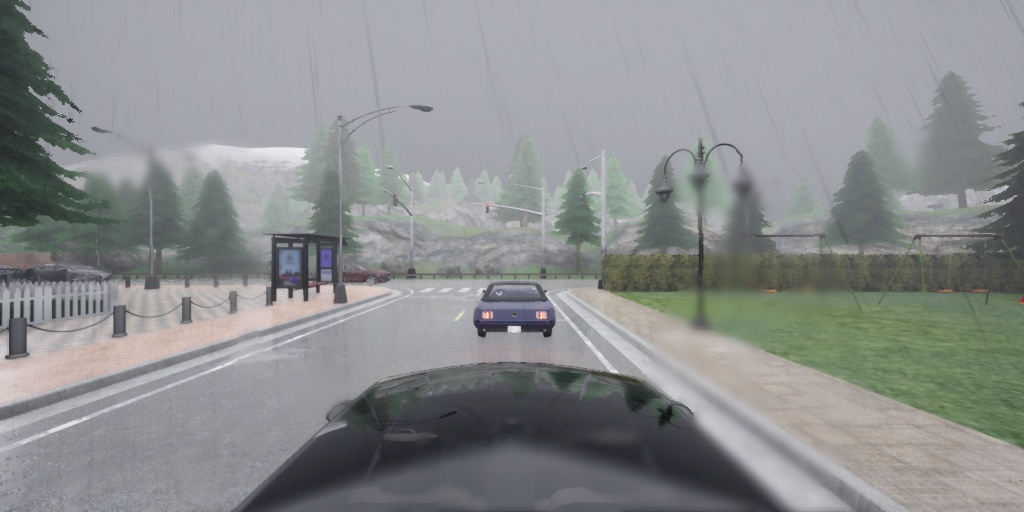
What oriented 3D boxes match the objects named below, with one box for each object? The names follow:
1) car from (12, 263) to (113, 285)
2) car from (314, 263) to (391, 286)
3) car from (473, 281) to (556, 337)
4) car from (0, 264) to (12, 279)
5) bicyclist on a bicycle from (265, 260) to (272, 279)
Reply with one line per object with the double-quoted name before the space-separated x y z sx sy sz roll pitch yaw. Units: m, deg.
"car" -31.107 1.256 25.243 4.902 1.511 2.128 0 0 1
"car" -11.047 1.243 25.021 5.008 1.535 1.882 0 0 1
"car" 0.076 1.351 10.235 1.895 1.301 4.718 0 0 0
"car" -42.369 1.329 28.919 4.181 1.385 1.994 0 0 0
"bicyclist on a bicycle" -21.621 1.218 32.239 0.582 1.620 1.656 0 0 0
